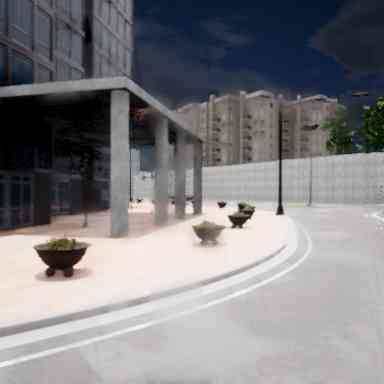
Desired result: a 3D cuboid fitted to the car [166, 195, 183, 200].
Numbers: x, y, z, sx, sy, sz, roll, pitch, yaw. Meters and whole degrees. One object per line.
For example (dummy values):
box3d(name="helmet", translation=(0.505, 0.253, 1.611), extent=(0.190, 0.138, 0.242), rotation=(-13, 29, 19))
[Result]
box3d(name="car", translation=(-4.801, 1.433, 90.957), extent=(2.033, 1.411, 5.357), rotation=(0, 0, -35))

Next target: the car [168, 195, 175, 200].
box3d(name="car", translation=(-7.199, 1.356, 88.274), extent=(1.882, 1.535, 5.008), rotation=(0, 0, -35))

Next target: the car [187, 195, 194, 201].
box3d(name="car", translation=(-1.252, 1.454, 79.722), extent=(1.837, 1.490, 4.892), rotation=(0, 0, -35))
